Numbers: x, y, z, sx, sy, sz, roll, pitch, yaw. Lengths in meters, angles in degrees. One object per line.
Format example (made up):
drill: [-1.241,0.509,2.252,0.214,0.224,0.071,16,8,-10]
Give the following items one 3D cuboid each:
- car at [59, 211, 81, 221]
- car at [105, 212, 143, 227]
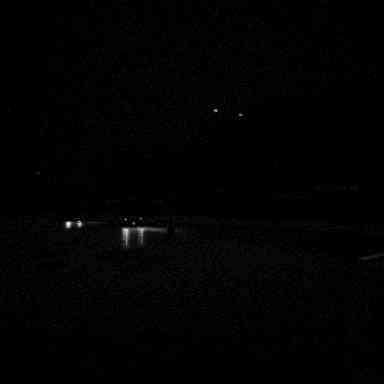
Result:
car: [-16.522,3.285,45.006,1.895,1.301,4.718,-1,-2,-36]
car: [-6.326,2.506,30.598,1.895,1.301,4.718,-1,-2,-36]
